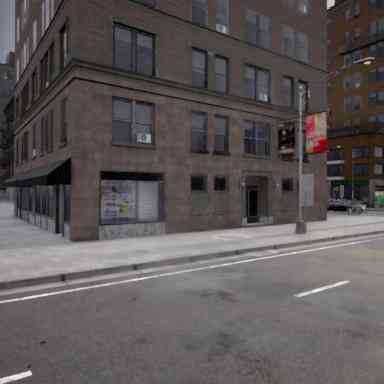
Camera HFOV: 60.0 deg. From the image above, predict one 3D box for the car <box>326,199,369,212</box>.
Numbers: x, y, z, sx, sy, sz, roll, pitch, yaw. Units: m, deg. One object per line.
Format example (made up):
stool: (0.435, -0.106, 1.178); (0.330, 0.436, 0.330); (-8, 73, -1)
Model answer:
car: (18.726, 1.577, 40.137); (1.947, 1.339, 4.313); (0, 0, -35)

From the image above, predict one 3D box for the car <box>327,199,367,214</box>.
car: (15.654, 1.482, 34.977); (2.128, 1.511, 4.902); (0, 0, -35)
